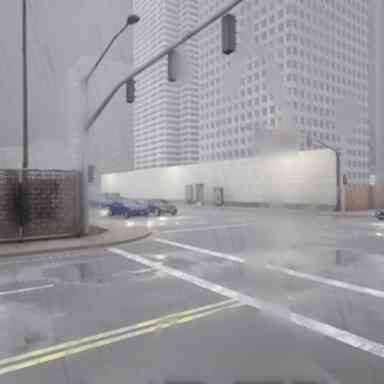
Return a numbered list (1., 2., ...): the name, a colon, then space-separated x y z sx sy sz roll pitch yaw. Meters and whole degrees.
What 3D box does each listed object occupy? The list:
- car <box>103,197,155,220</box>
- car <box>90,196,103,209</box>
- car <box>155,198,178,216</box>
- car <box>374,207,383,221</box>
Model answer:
1. car: -5.242 1.329 27.194 1.882 1.535 5.008 -1 0 -35
2. car: -11.173 1.301 41.555 1.882 1.535 5.008 -1 0 -36
3. car: -3.147 1.328 30.286 1.837 1.490 4.892 -1 0 -35
4. car: 14.895 1.327 23.268 5.357 1.411 2.033 0 0 -36
